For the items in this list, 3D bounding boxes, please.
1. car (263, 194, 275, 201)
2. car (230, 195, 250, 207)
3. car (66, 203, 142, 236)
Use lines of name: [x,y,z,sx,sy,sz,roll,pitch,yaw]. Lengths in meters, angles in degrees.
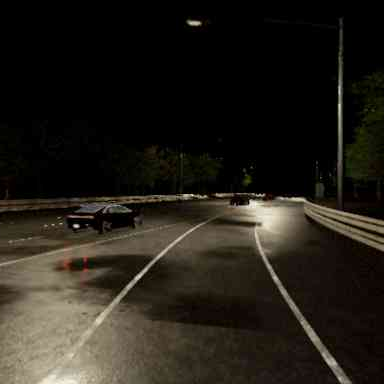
car: [15.876,1.128,68.547,1.812,1.442,4.674,0,0,22]
car: [6.545,1.204,45.198,1.837,1.490,4.892,0,0,22]
car: [-4.434,1.345,17.588,2.128,1.511,4.902,0,0,22]
